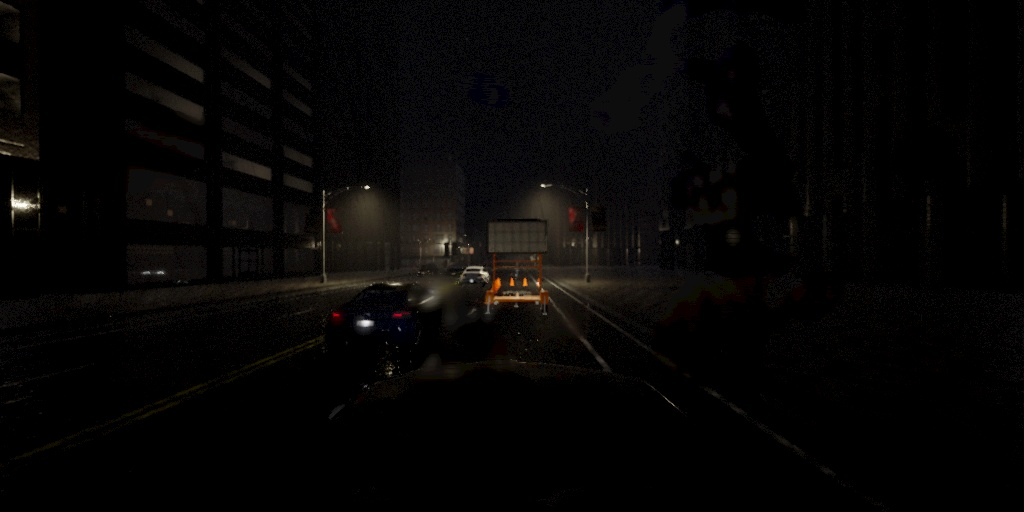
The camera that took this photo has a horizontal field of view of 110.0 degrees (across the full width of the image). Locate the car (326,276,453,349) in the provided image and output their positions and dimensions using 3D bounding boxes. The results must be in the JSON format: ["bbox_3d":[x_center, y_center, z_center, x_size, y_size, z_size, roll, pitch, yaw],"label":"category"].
[{"bbox_3d":[-3.017,1.392,9.464,1.994,1.385,4.181,0,0,1],"label":"car"}]

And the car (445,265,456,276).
[{"bbox_3d":[-6.038,1.697,39.438,1.994,1.385,4.181,0,-1,1],"label":"car"}]

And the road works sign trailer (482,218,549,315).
[{"bbox_3d":[0.211,0.320,14.200,2.380,3.560,2.880,0,0,1],"label":"road works sign trailer"}]

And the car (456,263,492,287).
[{"bbox_3d":[-2.767,1.515,27.149,1.812,1.442,4.674,0,-1,1],"label":"car"}]

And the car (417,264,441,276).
[{"bbox_3d":[-9.274,1.662,40.473,1.837,1.490,4.892,0,-1,1],"label":"car"}]
